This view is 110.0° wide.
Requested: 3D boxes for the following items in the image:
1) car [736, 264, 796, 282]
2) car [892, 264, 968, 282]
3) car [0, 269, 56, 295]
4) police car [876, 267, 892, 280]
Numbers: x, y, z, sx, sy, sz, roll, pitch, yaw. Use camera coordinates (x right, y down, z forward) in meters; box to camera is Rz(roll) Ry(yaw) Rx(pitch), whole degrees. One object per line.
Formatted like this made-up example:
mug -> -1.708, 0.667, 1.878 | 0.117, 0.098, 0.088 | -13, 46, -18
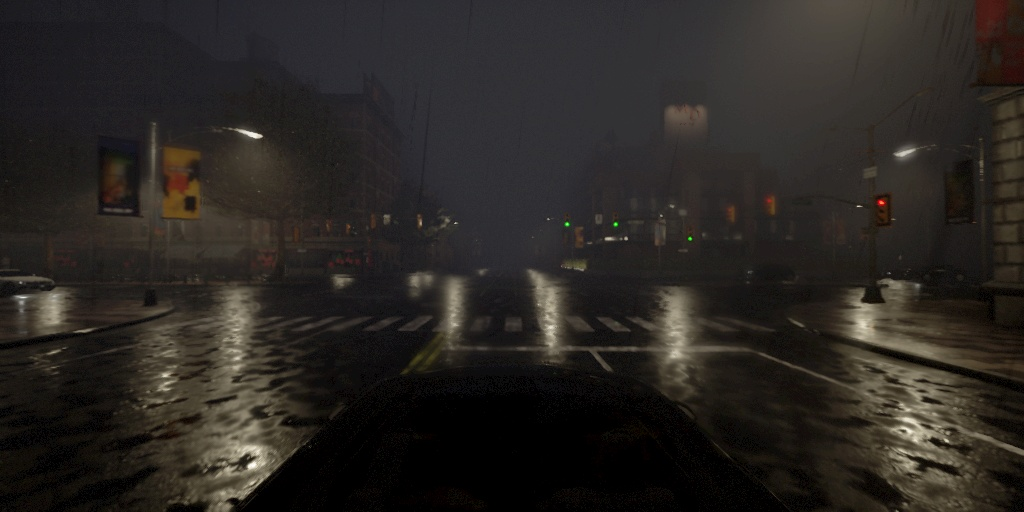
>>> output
car -> 23.178, 1.491, 32.860 | 4.553, 1.767, 2.097 | 0, -1, 0
car -> 38.306, 1.442, 32.682 | 4.892, 1.490, 1.837 | 0, -1, 0
car -> -30.452, 1.517, 21.505 | 4.674, 1.442, 1.812 | 0, -1, 0
police car -> 39.327, 1.683, 36.173 | 4.974, 1.542, 2.038 | 0, -1, 0
